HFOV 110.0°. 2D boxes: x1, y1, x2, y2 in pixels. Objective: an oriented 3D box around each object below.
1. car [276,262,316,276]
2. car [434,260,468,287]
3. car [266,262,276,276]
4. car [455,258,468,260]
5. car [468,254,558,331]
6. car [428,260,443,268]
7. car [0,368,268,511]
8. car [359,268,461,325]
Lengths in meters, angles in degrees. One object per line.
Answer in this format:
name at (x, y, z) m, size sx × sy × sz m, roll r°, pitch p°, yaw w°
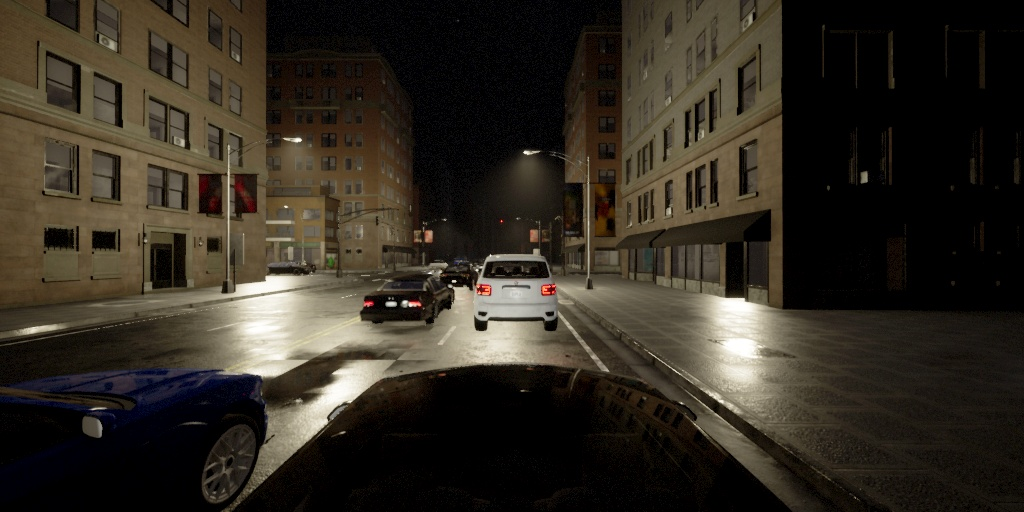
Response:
car at (-23.141, 1.288, 36.638) m, size 5.357 × 1.411 × 2.033 m, roll 0°, pitch 0°, yaw 0°
car at (-3.150, 1.227, 22.012) m, size 1.882 × 1.535 × 5.008 m, roll 0°, pitch 0°, yaw 0°
car at (-25.416, 1.169, 34.109) m, size 4.097 × 1.591 × 1.967 m, roll 0°, pitch 0°, yaw 0°
car at (-6.328, 1.346, 47.563) m, size 1.895 × 1.301 × 4.718 m, roll 0°, pitch 0°, yaw -5°
car at (0.100, 0.971, 11.090) m, size 2.150 × 2.045 × 5.566 m, roll 0°, pitch 0°, yaw 0°
car at (-9.848, 1.271, 47.896) m, size 1.812 × 1.442 × 4.674 m, roll 0°, pitch 0°, yaw 0°
car at (-3.151, 1.228, 1.248) m, size 1.882 × 1.535 × 5.008 m, roll 0°, pitch 0°, yaw 0°
car at (-3.152, 1.297, 11.834) m, size 2.033 × 1.411 × 5.357 m, roll 0°, pitch 0°, yaw 0°
